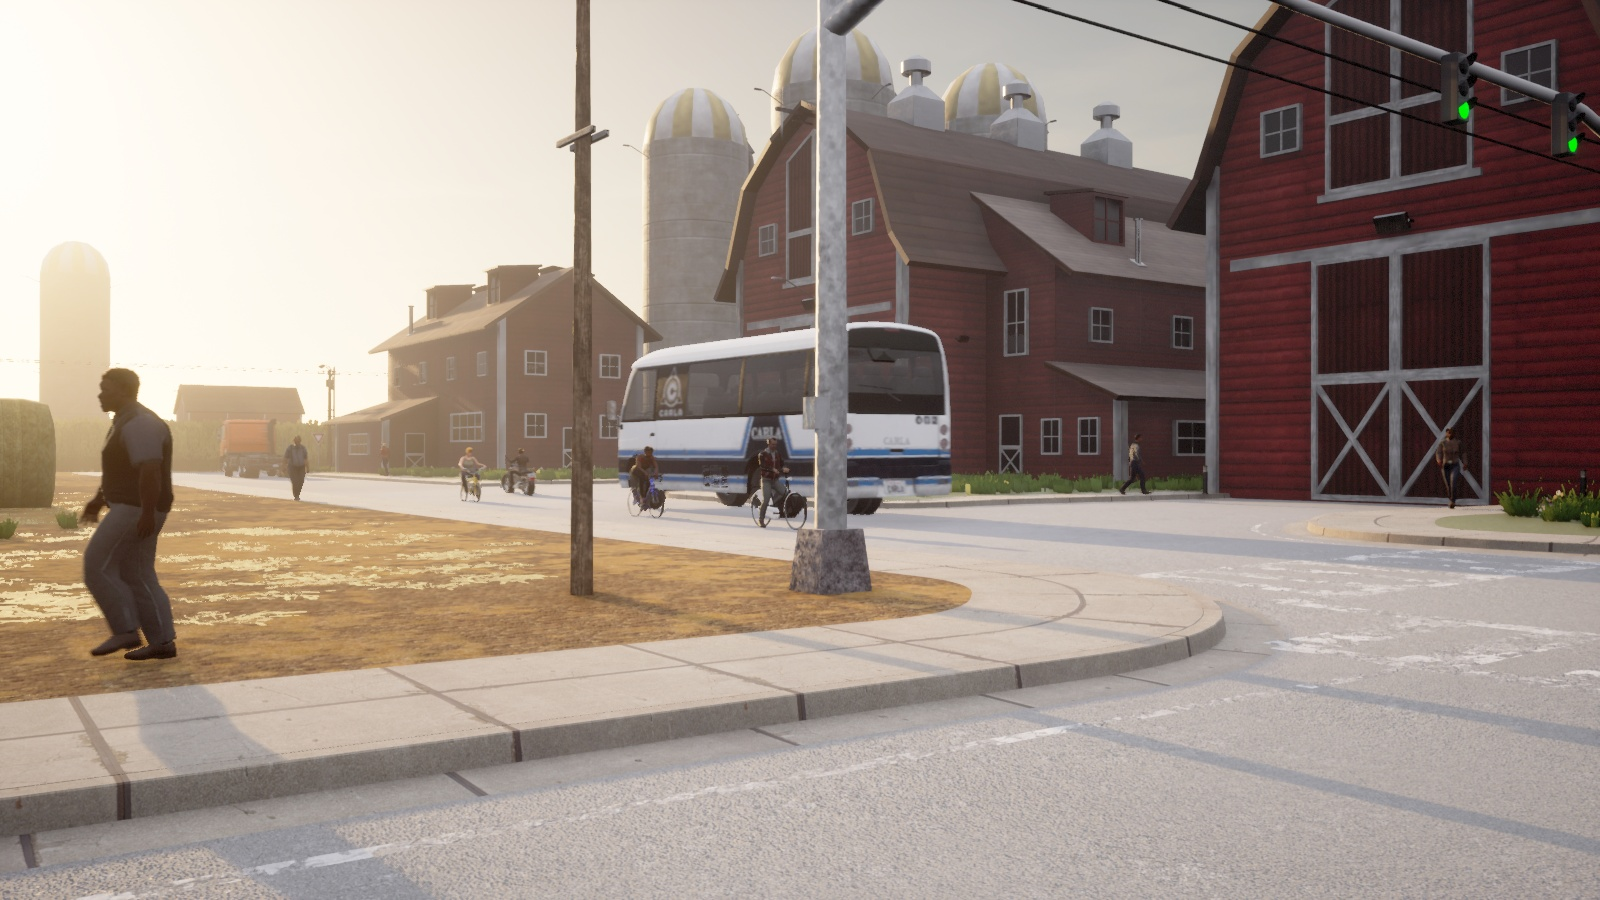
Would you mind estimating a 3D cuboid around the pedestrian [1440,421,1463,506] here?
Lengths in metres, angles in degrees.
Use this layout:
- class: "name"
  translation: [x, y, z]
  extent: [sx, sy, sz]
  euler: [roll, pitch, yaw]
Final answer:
- class: "pedestrian"
  translation: [14.091, 0.293, 27.142]
  extent: [0.328, 1.805, 0.869]
  euler: [0, 0, 35]

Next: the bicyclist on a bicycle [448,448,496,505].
- class: "bicyclist on a bicycle"
  translation: [-9.607, 0.765, 36.744]
  extent: [0.866, 1.612, 1.509]
  euler: [0, 0, -36]

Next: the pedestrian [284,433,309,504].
- class: "pedestrian"
  translation: [-13.356, 0.489, 33.297]
  extent: [0.540, 1.848, 0.694]
  euler: [0, 0, -28]

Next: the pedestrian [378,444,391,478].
- class: "pedestrian"
  translation: [-22.354, 0.590, 67.570]
  extent: [0.636, 1.846, 0.331]
  euler: [0, 0, 39]

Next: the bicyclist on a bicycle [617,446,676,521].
- class: "bicyclist on a bicycle"
  translation: [-3.463, 0.746, 28.265]
  extent: [0.582, 1.620, 1.656]
  euler: [0, -1, -36]

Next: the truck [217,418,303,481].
- class: "truck"
  translation: [-31.437, -0.019, 72.898]
  extent: [2.891, 3.462, 7.936]
  euler: [0, 0, -36]

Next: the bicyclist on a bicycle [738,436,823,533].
- class: "bicyclist on a bicycle"
  translation: [-0.399, 0.641, 24.027]
  extent: [0.659, 1.776, 1.843]
  euler: [-1, 0, -36]

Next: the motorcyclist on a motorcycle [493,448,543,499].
- class: "motorcyclist on a motorcycle"
  translation: [-9.612, 0.763, 42.731]
  extent: [0.766, 1.649, 2.350]
  euler: [-1, 1, -36]

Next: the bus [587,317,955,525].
- class: "bus"
  translation: [-1.155, -0.583, 31.041]
  extent: [3.944, 4.253, 10.273]
  euler: [0, 0, -36]

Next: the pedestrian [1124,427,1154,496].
- class: "pedestrian"
  translation: [9.747, 0.333, 36.146]
  extent: [0.788, 1.949, 0.423]
  euler: [0, 0, 20]

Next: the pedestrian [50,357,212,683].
- class: "pedestrian"
  translation: [-4.106, 0.403, 7.707]
  extent: [0.849, 1.883, 0.563]
  euler: [0, 0, -30]
